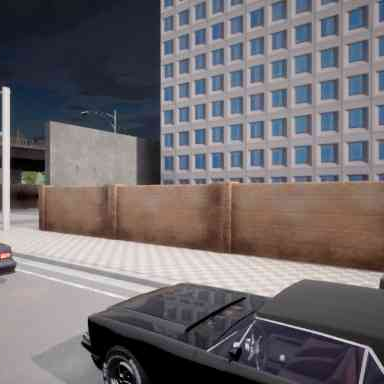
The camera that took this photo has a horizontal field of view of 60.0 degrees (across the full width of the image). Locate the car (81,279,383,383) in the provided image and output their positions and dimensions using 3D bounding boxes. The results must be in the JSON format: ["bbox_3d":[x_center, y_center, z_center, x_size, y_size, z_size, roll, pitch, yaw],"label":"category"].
[{"bbox_3d":[1.042,1.601,3.242,4.718,1.301,1.895,0,0,36],"label":"car"}]

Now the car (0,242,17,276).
[{"bbox_3d":[-6.762,1.547,8.821,5.357,1.411,2.033,0,0,36],"label":"car"}]
